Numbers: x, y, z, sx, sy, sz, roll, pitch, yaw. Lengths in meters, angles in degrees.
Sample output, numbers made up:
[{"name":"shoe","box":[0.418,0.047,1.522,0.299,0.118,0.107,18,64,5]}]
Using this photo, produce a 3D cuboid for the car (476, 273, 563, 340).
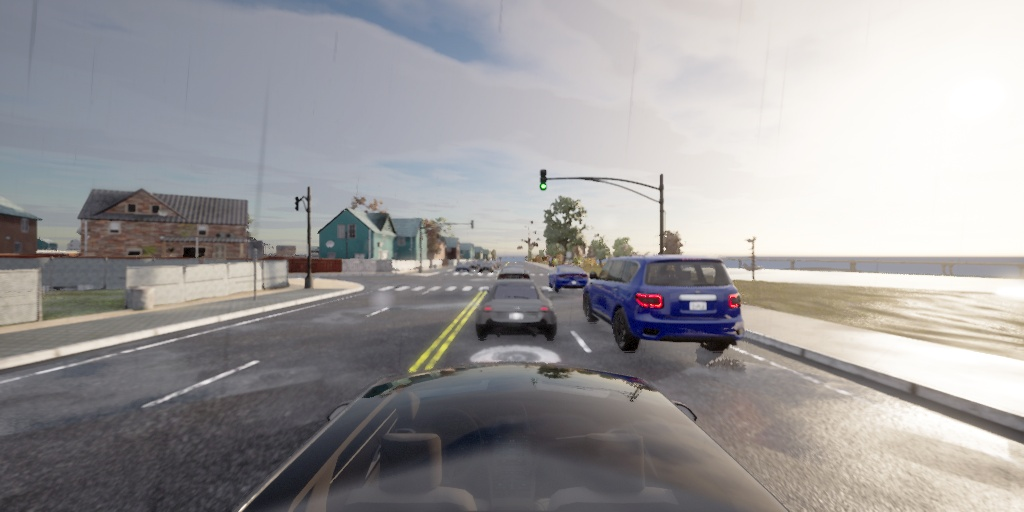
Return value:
[{"name":"car","box":[0.100,1.342,10.129,1.994,1.385,4.181,0,0,0]}]

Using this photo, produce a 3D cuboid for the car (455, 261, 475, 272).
[{"name":"car","box":[-6.618,1.487,49.104,2.033,1.411,5.357,0,0,-2]}]

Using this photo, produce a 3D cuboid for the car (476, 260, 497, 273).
[{"name":"car","box":[-3.338,1.439,48.019,1.837,1.490,4.892,0,0,0]}]

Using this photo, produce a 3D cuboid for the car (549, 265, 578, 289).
[{"name":"car","box":[3.355,1.299,21.904,1.882,1.535,5.008,0,0,0]}]

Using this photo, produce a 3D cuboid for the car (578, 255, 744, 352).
[{"name":"car","box":[3.348,0.997,9.128,2.150,2.045,5.566,0,0,0]}]

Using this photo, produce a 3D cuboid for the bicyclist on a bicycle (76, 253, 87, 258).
[{"name":"bicyclist on a bicycle","box":[-29.613,0.623,24.645,0.582,1.620,1.656,1,0,-35]}]

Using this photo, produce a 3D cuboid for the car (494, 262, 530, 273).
[{"name":"car","box":[0.100,1.300,22.084,1.882,1.535,5.008,0,0,0]}]

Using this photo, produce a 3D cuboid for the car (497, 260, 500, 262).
[{"name":"car","box":[-3.327,1.504,57.282,1.812,1.442,4.674,0,0,0]}]
